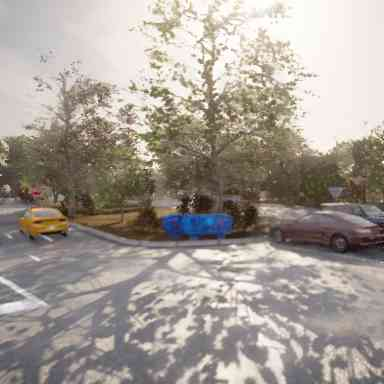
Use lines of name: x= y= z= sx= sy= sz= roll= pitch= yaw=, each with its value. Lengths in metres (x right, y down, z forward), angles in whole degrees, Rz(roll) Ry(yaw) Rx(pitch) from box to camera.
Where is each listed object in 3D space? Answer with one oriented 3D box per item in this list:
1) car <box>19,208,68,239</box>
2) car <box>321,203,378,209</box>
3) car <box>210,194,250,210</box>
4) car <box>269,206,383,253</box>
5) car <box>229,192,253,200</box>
car: x=-8.555 y=1.646 z=18.958 sx=1.882 sy=1.535 sz=5.008 roll=-3 pitch=2 yaw=-35
car: x=7.858 y=1.327 z=15.434 sx=2.185 sy=1.767 sz=4.553 roll=0 pitch=0 yaw=-35
car: x=4.296 y=1.115 z=35.313 sx=2.097 sy=1.767 sz=4.553 roll=-3 pitch=3 yaw=-35
car: x=5.303 y=1.492 z=13.557 sx=2.002 sy=1.452 sz=4.674 roll=0 pitch=0 yaw=-35
car: x=9.836 y=0.792 z=66.389 sx=4.674 sy=1.442 sz=1.812 roll=0 pitch=0 yaw=-34
